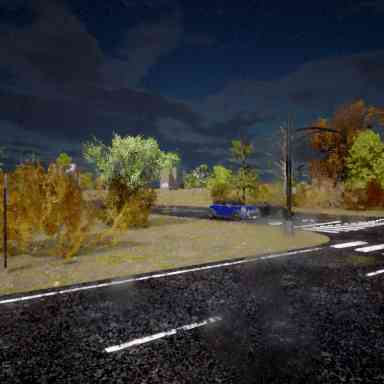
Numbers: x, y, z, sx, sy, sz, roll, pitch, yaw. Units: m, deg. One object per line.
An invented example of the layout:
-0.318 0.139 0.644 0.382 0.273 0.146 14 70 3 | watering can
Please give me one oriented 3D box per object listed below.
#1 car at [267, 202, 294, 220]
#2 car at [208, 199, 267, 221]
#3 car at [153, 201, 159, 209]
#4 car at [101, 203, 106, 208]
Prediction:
6.575 1.555 28.414 1.994 1.385 4.181 0 0 -38 | car
3.407 1.363 27.183 2.097 1.767 4.553 0 0 -38 | car
-6.401 1.321 44.933 2.097 1.767 4.553 0 0 -38 | car
-12.334 1.532 47.251 2.033 1.411 5.357 0 0 -38 | car
